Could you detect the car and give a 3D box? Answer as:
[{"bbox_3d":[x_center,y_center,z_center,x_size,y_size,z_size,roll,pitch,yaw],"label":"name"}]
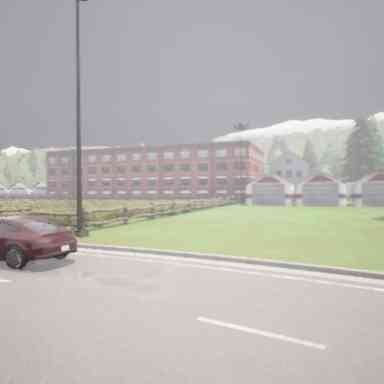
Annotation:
[{"bbox_3d":[-5.881,1.511,10.752,4.674,1.442,1.812,0,0,23],"label":"car"}]
